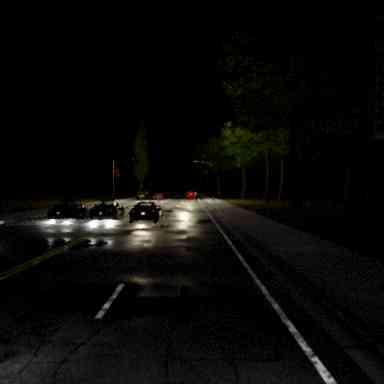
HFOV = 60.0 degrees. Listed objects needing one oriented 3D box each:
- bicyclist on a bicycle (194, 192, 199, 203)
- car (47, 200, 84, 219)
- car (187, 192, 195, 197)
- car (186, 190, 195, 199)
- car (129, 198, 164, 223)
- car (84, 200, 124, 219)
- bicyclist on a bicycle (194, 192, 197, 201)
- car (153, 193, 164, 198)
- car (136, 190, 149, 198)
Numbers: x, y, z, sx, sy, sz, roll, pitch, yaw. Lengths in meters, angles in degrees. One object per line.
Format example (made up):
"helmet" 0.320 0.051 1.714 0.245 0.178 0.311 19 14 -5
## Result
"bicyclist on a bicycle" 0.763 0.995 55.728 0.866 1.612 1.509 0 0 0
"car" -9.916 1.345 26.628 1.994 1.385 4.181 0 0 0
"car" -0.236 0.697 93.593 2.033 1.411 5.357 0 0 0
"car" -0.196 0.618 77.649 2.150 2.045 5.566 0 0 0
"car" -3.210 1.368 23.778 1.994 1.385 4.181 0 0 0
"car" -6.665 1.348 26.227 1.994 1.385 4.181 0 0 0
"bicyclist on a bicycle" 0.727 0.853 65.795 0.659 1.776 1.843 0 1 0
"car" -6.674 0.952 67.305 1.882 1.535 5.008 0 0 0
"car" -9.923 0.703 67.264 2.150 2.045 5.566 0 0 0
